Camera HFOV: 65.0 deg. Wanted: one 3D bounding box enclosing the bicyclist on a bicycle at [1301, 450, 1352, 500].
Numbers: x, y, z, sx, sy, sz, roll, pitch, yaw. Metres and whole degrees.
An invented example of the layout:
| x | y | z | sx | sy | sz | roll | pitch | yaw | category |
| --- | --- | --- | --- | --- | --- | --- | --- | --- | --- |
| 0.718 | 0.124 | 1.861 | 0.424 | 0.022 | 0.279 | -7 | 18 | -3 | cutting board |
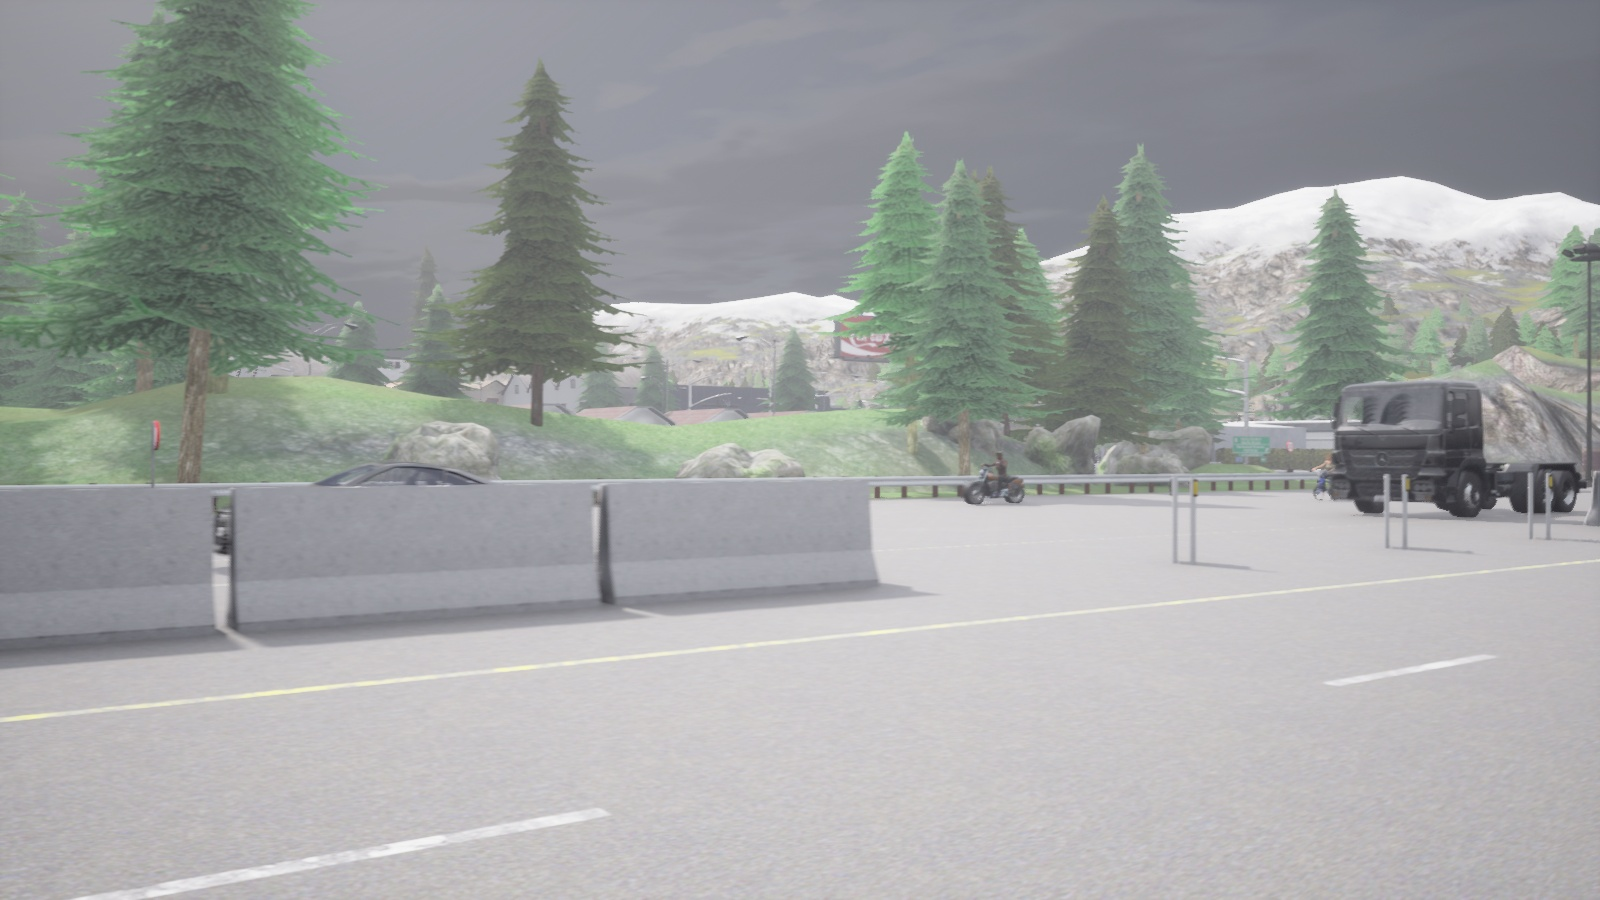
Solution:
| x | y | z | sx | sy | sz | roll | pitch | yaw | category |
| --- | --- | --- | --- | --- | --- | --- | --- | --- | --- |
| 17.301 | 0.805 | 41.282 | 1.509 | 1.612 | 0.866 | 0 | 0 | -35 | bicyclist on a bicycle |

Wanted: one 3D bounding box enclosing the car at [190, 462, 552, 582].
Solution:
| x | y | z | sx | sy | sz | roll | pitch | yaw | category |
| --- | --- | --- | --- | --- | --- | --- | --- | --- | --- |
| -5.673 | 0.869 | 16.768 | 4.181 | 1.385 | 1.994 | 0 | 0 | -35 | car |

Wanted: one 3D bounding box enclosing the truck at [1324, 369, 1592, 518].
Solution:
| x | y | z | sx | sy | sz | roll | pitch | yaw | category |
| --- | --- | --- | --- | --- | --- | --- | --- | --- | --- |
| 17.240 | -0.142 | 32.681 | 7.936 | 3.462 | 2.891 | 0 | 0 | -35 | truck |

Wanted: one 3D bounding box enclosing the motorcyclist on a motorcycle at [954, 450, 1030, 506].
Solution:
| x | y | z | sx | sy | sz | roll | pitch | yaw | category |
| --- | --- | --- | --- | --- | --- | --- | --- | --- | --- |
| 5.748 | 0.816 | 37.511 | 2.350 | 1.649 | 0.766 | 0 | 0 | -35 | motorcyclist on a motorcycle |
